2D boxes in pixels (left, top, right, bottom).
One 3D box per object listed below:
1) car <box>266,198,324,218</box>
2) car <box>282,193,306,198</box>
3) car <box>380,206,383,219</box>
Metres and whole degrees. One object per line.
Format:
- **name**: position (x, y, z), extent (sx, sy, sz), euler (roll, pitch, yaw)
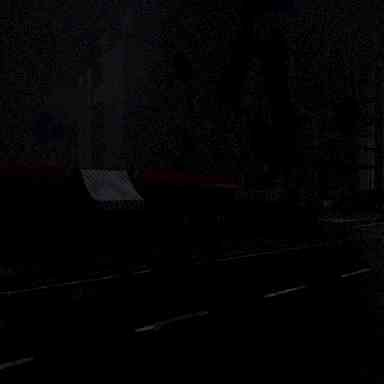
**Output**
- **car**: position (8.964, 1.470, 28.613), extent (1.812, 1.442, 4.674), euler (0, 0, -36)
- **car**: position (17.141, 1.114, 57.714), extent (1.905, 1.878, 3.866), euler (0, 0, -36)
- **car**: position (16.449, 1.322, 24.235), extent (2.097, 1.767, 4.553), euler (0, 1, -36)
